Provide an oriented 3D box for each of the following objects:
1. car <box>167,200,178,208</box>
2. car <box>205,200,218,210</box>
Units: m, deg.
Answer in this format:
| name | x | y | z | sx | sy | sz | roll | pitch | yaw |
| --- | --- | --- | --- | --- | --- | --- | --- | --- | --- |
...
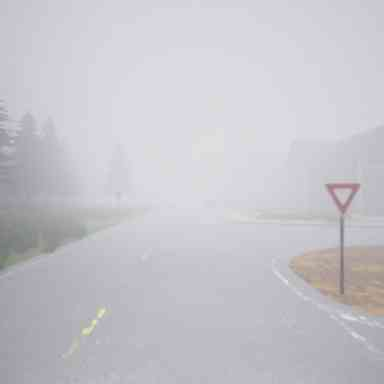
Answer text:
| name | x | y | z | sx | sy | sz | roll | pitch | yaw |
| --- | --- | --- | --- | --- | --- | --- | --- | --- | --- |
| car | -3.520 | 2.185 | 60.806 | 1.812 | 1.442 | 4.674 | 0 | -1 | 1 |
| car | 2.995 | 2.033 | 53.301 | 1.816 | 1.474 | 4.193 | -6 | 0 | -2 |
